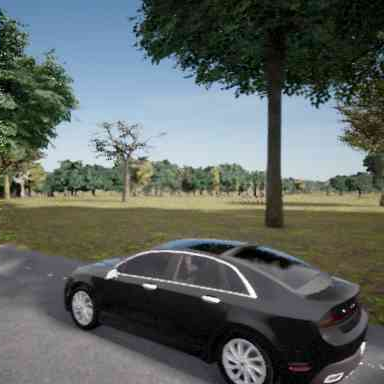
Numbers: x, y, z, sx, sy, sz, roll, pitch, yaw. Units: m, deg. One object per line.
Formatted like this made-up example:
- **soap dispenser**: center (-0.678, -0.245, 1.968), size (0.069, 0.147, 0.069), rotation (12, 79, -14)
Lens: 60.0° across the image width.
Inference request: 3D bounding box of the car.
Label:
- **car**: center (-0.039, 1.490, 5.193), size (4.892, 1.490, 1.837), rotation (1, 0, 36)
